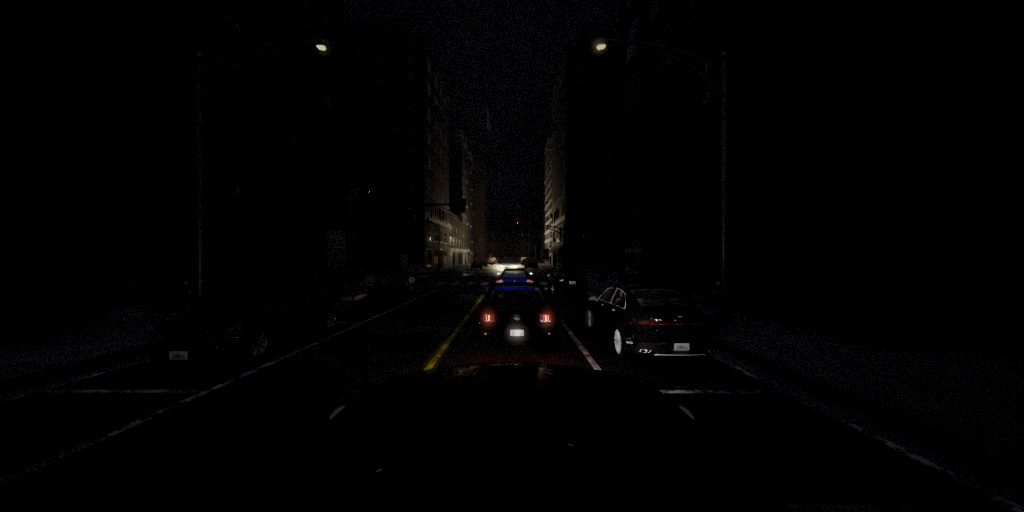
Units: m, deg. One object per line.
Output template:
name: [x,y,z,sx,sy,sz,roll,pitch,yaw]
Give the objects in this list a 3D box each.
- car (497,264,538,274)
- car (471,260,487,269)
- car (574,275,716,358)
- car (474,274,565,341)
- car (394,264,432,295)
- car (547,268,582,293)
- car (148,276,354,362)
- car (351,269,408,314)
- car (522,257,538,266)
car: [0.145,1.314,18.617,1.994,1.385,4.181,0,0,1]
car: [-5.475,1.367,56.363,1.802,1.307,4.207,0,0,0]
car: [2.875,1.300,8.234,2.007,1.370,4.403,0,0,0]
car: [0.118,1.351,9.858,1.895,1.301,4.718,0,0,0]
car: [-5.618,1.190,19.261,1.967,1.591,4.097,0,0,0]
car: [2.907,1.316,19.236,1.948,1.339,4.313,0,0,0]
car: [-5.650,1.315,8.258,1.948,1.339,4.313,0,0,0]
car: [-5.635,1.332,13.760,1.802,1.307,4.207,0,0,0]
car: [3.050,1.225,56.325,1.967,1.591,4.097,0,0,0]
